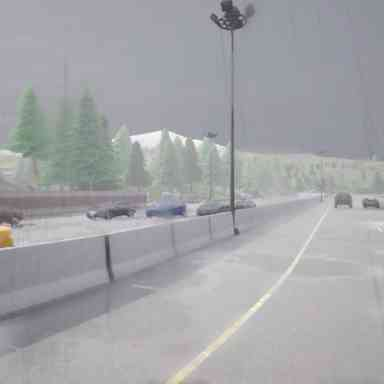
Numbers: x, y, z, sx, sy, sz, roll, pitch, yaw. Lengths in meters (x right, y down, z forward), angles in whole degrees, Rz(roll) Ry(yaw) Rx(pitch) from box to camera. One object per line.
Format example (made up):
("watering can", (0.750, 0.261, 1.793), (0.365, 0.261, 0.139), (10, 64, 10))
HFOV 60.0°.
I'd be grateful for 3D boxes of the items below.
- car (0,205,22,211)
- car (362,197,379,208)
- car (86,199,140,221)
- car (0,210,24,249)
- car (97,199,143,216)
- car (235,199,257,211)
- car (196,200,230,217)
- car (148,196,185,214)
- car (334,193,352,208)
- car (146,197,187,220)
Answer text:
("car", (-13.127, 1.524, 21.333), (1.812, 1.442, 4.674), (0, 0, 24))
("car", (25.081, 1.469, 46.712), (2.128, 1.511, 4.902), (0, 0, 24))
("car", (-6.564, 1.486, 27.389), (2.128, 1.511, 4.902), (0, 0, 24))
("car", (-7.578, 1.477, 9.091), (1.882, 1.535, 5.008), (0, 0, 30))
("car", (-7.277, 1.490, 34.320), (2.128, 1.511, 4.902), (0, 0, 24))
("car", (6.178, 1.551, 38.821), (1.994, 1.385, 4.181), (0, 0, 25))
("car", (1.950, 1.498, 29.242), (1.837, 1.490, 4.892), (0, 0, 24))
("car", (-2.679, 1.343, 36.233), (2.097, 1.767, 4.553), (0, 0, 24))
("car", (22.105, 1.198, 48.628), (2.150, 2.045, 5.566), (0, 0, 24))
("car", (-2.108, 1.470, 28.770), (1.882, 1.535, 5.008), (0, 0, 24))
